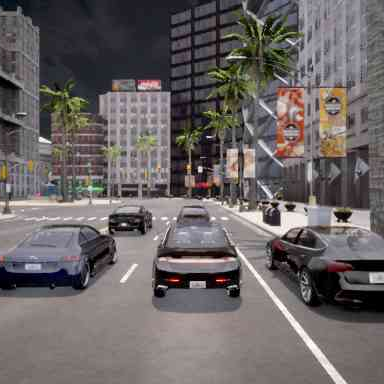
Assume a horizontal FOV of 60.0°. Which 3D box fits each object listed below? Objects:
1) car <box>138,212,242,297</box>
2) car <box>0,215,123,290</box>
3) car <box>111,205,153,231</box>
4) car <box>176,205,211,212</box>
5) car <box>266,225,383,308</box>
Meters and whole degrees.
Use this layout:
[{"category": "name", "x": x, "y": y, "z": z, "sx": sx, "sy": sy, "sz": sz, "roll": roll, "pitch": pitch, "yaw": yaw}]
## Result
[{"category": "car", "x": 0.101, "y": 1.492, "z": 8.544, "sx": 2.128, "sy": 1.511, "sz": 4.902, "roll": 0, "pitch": 0, "yaw": 0}, {"category": "car", "x": -3.397, "y": 1.564, "z": 9.101, "sx": 1.994, "sy": 1.385, "sz": 4.181, "roll": 0, "pitch": 0, "yaw": 0}, {"category": "car", "x": -3.400, "y": 1.478, "z": 19.070, "sx": 1.882, "sy": 1.535, "sz": 5.008, "roll": 0, "pitch": 0, "yaw": 0}, {"category": "car", "x": 0.101, "y": 1.505, "z": 18.799, "sx": 1.837, "sy": 1.490, "sz": 4.892, "roll": 0, "pitch": 0, "yaw": 0}, {"category": "car", "x": 3.192, "y": 1.513, "z": 8.023, "sx": 2.161, "sy": 1.482, "sz": 4.786, "roll": 0, "pitch": 0, "yaw": -1}]
